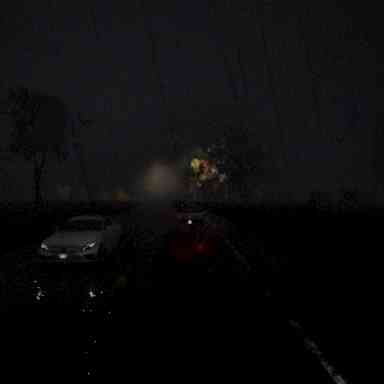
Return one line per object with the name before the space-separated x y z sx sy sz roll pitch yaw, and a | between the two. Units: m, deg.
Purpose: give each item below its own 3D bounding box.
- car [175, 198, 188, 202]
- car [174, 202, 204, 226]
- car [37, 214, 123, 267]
car | -1.576 1.579 47.918 1.895 1.301 4.718 0 0 -4
car | -0.223 1.601 23.183 1.895 1.301 4.718 0 0 -2
car | -3.647 1.544 11.692 1.812 1.442 4.674 0 0 0
